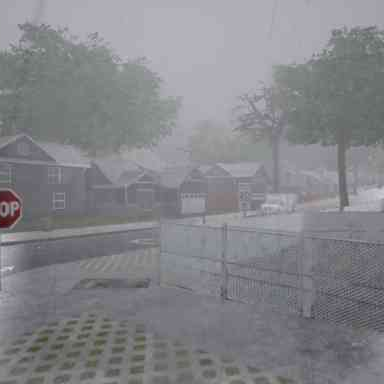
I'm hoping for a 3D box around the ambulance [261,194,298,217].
[{"bbox_3d":[9.924,1.474,37.817,2.351,2.431,6.366,-1,0,36],"label":"ambulance"}]
